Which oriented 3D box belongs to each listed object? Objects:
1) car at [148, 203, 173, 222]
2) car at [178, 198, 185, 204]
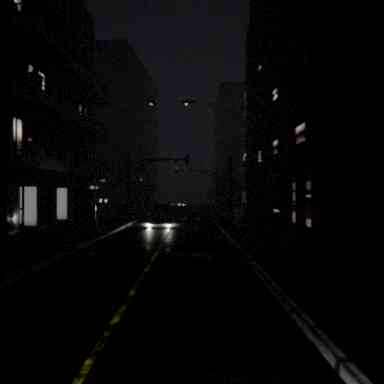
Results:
[{"bbox_3d":[-2.770,1.768,29.595,1.882,1.535,5.008,0,-1,0],"label":"car"},{"bbox_3d":[-2.797,2.413,90.430,2.128,1.511,4.902,0,-1,0],"label":"car"}]
